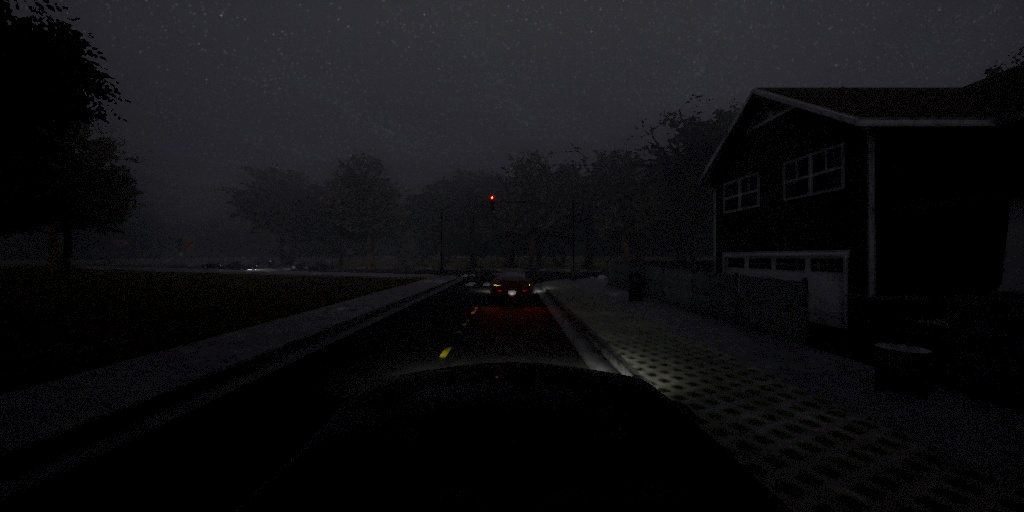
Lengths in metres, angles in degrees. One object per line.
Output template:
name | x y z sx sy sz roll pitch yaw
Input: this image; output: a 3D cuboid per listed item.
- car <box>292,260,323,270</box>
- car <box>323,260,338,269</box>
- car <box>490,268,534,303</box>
car | -31.463 1.370 54.620 4.181 1.385 1.994 0 0 23
car | -30.175 1.342 57.604 4.674 1.442 1.812 0 0 23
car | 0.000 1.284 16.500 1.812 1.442 4.674 0 0 0
